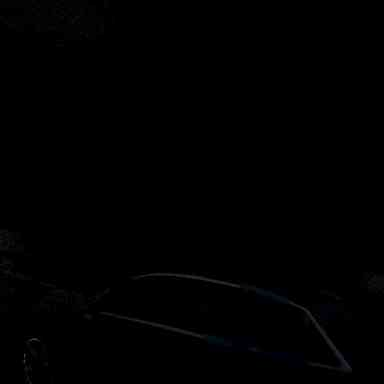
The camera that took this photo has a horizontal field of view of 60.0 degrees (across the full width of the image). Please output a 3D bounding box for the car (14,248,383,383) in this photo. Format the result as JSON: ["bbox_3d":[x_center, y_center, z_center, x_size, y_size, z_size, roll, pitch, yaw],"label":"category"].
[{"bbox_3d":[0.104,1.431,3.485,4.856,1.649,2.033,0,0,35],"label":"car"}]
